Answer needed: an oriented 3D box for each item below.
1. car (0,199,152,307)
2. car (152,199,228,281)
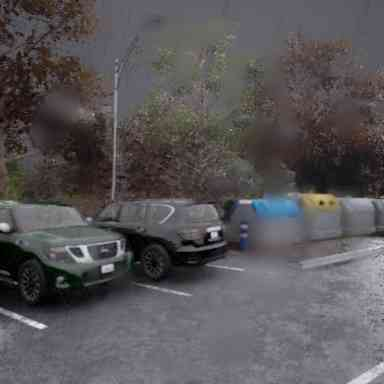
[{"bbox_3d":[-3.977,1.233,8.308,5.566,2.045,2.435,-1,-1,35],"label":"car"},{"bbox_3d":[-1.620,1.231,10.045,5.566,2.045,2.435,-1,0,35],"label":"car"}]
